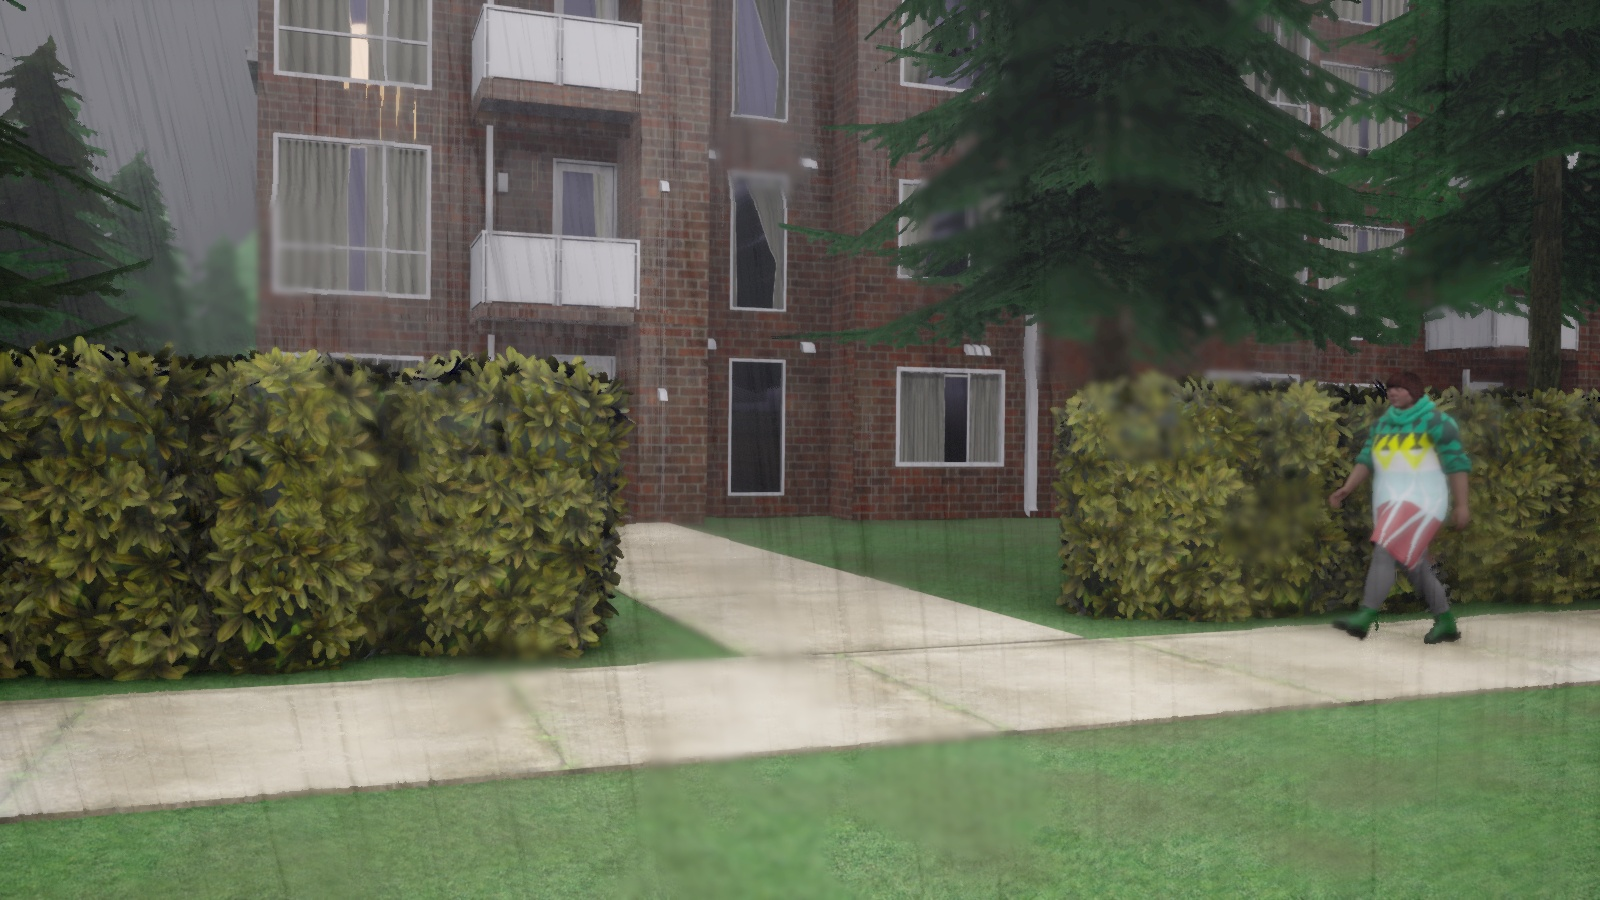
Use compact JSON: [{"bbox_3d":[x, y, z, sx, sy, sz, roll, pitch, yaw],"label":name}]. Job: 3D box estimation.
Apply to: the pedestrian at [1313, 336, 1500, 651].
[{"bbox_3d":[3.947,0.261,8.200,0.873,1.952,0.659,-1,1,-14],"label":"pedestrian"}]
